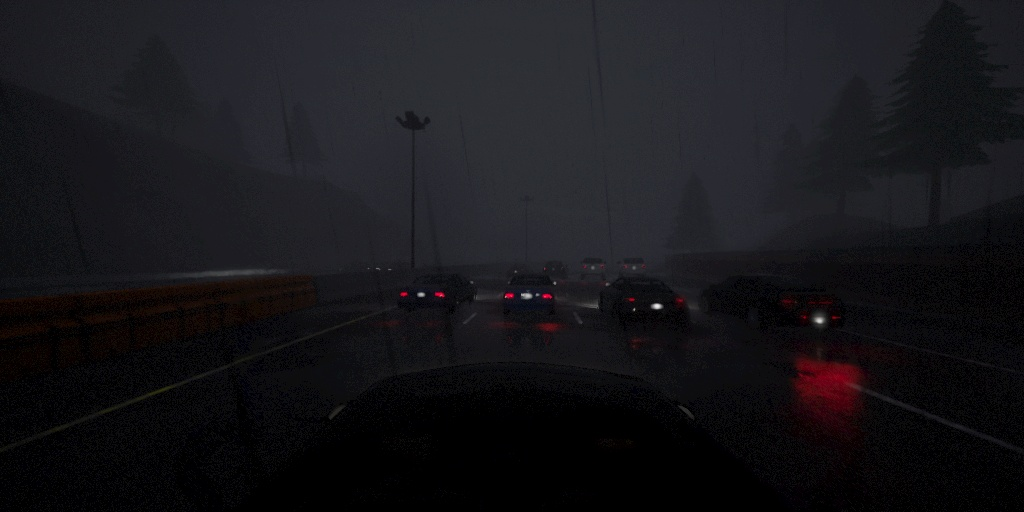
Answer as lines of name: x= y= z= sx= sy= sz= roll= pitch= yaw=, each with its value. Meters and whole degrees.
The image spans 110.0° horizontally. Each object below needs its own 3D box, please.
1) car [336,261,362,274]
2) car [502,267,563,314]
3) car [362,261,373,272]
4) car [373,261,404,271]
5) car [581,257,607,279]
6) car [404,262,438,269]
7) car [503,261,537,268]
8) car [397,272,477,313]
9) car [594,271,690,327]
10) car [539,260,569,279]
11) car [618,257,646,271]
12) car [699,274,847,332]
car: x=-18.930 y=1.325 z=43.271 sx=2.128 sy=1.511 sz=4.902 roll=0 pitch=0 yaw=15
car: x=0.748 y=1.336 z=13.941 sx=2.033 sy=1.411 sz=5.357 roll=0 pitch=0 yaw=5
car: x=-15.322 y=1.346 z=43.192 sx=1.837 sy=1.490 sz=4.892 roll=0 pitch=0 yaw=16
car: x=-12.692 y=1.342 z=39.416 sx=1.837 sy=1.490 sz=4.892 roll=0 pitch=-1 yaw=14
car: x=7.650 y=1.084 z=33.673 sx=2.150 sy=2.045 sz=5.566 roll=0 pitch=0 yaw=14
car: x=-9.292 y=1.442 z=38.724 sx=1.895 sy=1.301 sz=4.718 roll=0 pitch=0 yaw=14
car: x=0.821 y=1.415 z=35.043 sx=1.994 sy=1.385 sz=4.181 roll=0 pitch=0 yaw=13
car: x=-2.737 y=1.329 z=14.274 sx=2.033 sy=1.411 sz=5.357 roll=0 pitch=0 yaw=6
car: x=4.113 y=1.353 z=11.773 sx=1.994 sy=1.385 sz=4.181 roll=0 pitch=0 yaw=4
car: x=4.215 y=1.208 z=34.179 sx=2.097 sy=1.767 sz=4.553 roll=0 pitch=0 yaw=13
car: x=11.270 y=1.091 z=33.718 sx=2.150 sy=2.045 sz=5.566 roll=0 pitch=0 yaw=14
car: x=7.542 y=1.299 z=11.007 sx=1.837 sy=1.490 sz=4.892 roll=0 pitch=0 yaw=4
